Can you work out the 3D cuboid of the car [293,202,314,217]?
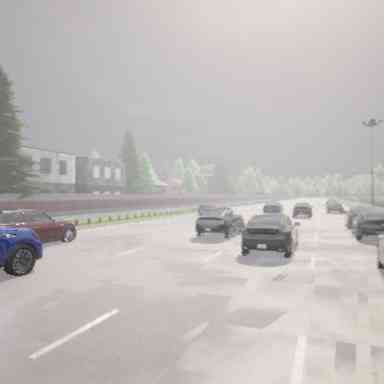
[{"bbox_3d":[11.988,1.897,35.984,1.837,1.490,4.892,-1,-1,21],"label":"car"}]

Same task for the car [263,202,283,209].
[{"bbox_3d":[9.756,1.933,39.882,1.882,1.535,5.008,-1,-1,21],"label":"car"}]

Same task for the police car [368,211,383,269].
[{"bbox_3d":[6.011,1.501,8.512,1.930,1.638,5.238,-1,-1,21],"label":"police car"}]

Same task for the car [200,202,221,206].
[{"bbox_3d":[2.214,1.869,30.218,2.128,1.511,4.902,-1,-1,21],"label":"car"}]

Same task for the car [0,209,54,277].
[{"bbox_3d":[-6.409,1.366,8.198,2.150,2.045,5.566,-1,-1,21],"label":"car"}]

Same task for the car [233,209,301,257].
[{"bbox_3d":[3.322,1.664,13.848,1.837,1.490,4.892,-1,-1,21],"label":"car"}]

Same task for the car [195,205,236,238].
[{"bbox_3d":[1.706,1.731,19.316,2.128,1.511,4.902,-1,-1,21],"label":"car"}]

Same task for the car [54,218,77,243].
[{"bbox_3d":[-7.429,1.593,15.190,2.097,1.767,4.553,-1,-1,21],"label":"car"}]

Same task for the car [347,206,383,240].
[{"bbox_3d":[9.617,1.677,17.720,1.837,1.490,4.892,-1,-1,21],"label":"car"}]

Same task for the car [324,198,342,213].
[{"bbox_3d":[18.231,1.931,42.605,2.128,1.511,4.902,-1,-1,21],"label":"car"}]

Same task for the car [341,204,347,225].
[{"bbox_3d":[11.804,1.735,23.307,1.837,1.490,4.892,-1,-1,21],"label":"car"}]

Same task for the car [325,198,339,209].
[{"bbox_3d":[23.657,1.937,56.469,2.097,1.767,4.553,-1,-1,21],"label":"car"}]

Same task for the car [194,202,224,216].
[{"bbox_3d":[2.146,1.990,39.645,2.128,1.511,4.902,-1,-1,21],"label":"car"}]
